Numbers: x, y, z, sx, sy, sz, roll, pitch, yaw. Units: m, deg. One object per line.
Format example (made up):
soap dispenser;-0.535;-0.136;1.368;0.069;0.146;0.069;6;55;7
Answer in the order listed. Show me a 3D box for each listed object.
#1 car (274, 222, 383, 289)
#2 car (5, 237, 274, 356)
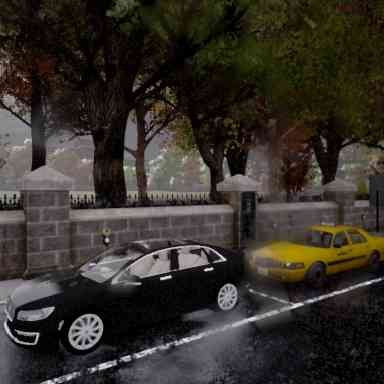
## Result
car;3.607;1.526;9.148;4.829;1.417;1.752;0;0;-36
car;-0.834;1.550;5.970;4.403;1.369;2.008;0;0;-36
